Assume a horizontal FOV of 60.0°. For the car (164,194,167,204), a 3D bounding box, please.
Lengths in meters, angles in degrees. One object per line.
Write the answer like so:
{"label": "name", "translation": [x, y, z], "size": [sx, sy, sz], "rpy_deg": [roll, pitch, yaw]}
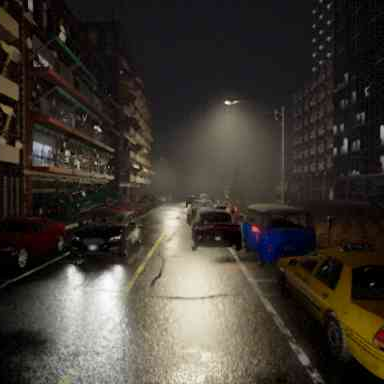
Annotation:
{"label": "car", "translation": [-5.700, 1.491, 55.238], "size": [2.008, 1.369, 4.403], "rpy_deg": [0, 0, 0]}

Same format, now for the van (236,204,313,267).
{"label": "van", "translation": [2.683, 1.323, 11.023], "size": [1.690, 1.788, 3.998], "rpy_deg": [0, 0, 0]}

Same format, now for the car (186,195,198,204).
{"label": "car", "translation": [-0.003, 1.429, 63.669], "size": [2.128, 1.511, 4.902], "rpy_deg": [0, 0, 0]}

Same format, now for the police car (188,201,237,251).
{"label": "police car", "translation": [0.899, 1.403, 14.132], "size": [1.930, 1.638, 5.238], "rpy_deg": [0, 0, 0]}

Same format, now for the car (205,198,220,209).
{"label": "car", "translation": [2.681, 1.529, 44.184], "size": [1.802, 1.307, 4.206], "rpy_deg": [0, 0, 0]}

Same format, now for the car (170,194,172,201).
{"label": "car", "translation": [-5.701, 1.502, 66.290], "size": [1.947, 1.339, 4.313], "rpy_deg": [0, 0, 0]}

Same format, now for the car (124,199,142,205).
{"label": "car", "translation": [-5.698, 1.506, 27.604], "size": [1.887, 1.381, 4.507], "rpy_deg": [0, 0, 0]}

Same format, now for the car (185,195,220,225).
{"label": "car", "translation": [0.759, 1.318, 24.035], "size": [2.097, 1.767, 4.553], "rpy_deg": [0, 0, 3]}

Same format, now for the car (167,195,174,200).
{"label": "car", "translation": [-5.703, 1.520, 88.396], "size": [1.802, 1.307, 4.206], "rpy_deg": [0, 0, 0]}

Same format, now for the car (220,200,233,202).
{"label": "car", "translation": [2.682, 1.402, 27.604], "size": [1.967, 1.590, 4.097], "rpy_deg": [0, 0, 0]}

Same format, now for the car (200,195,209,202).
{"label": "car", "translation": [2.678, 1.377, 71.817], "size": [1.967, 1.590, 4.097], "rpy_deg": [0, 0, 0]}

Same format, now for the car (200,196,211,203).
{"label": "car", "translation": [2.679, 1.503, 66.291], "size": [1.947, 1.339, 4.313], "rpy_deg": [0, 0, 0]}

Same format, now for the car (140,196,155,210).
{"label": "car", "translation": [-5.699, 1.477, 38.488], "size": [1.752, 1.417, 4.829], "rpy_deg": [0, 0, 0]}

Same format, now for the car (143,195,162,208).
{"label": "car", "translation": [-5.701, 1.262, 44.183], "size": [2.192, 1.841, 5.009], "rpy_deg": [0, 0, 0]}

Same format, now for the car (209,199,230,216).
{"label": "car", "translation": [2.682, 1.482, 33.301], "size": [1.752, 1.417, 4.829], "rpy_deg": [0, 0, 0]}

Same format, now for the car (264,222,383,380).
{"label": "car", "translation": [2.685, 1.516, 5.668], "size": [1.752, 1.417, 4.829], "rpy_deg": [0, 0, 0]}

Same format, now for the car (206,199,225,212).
{"label": "car", "translation": [2.681, 1.534, 38.658], "size": [1.802, 1.307, 4.206], "rpy_deg": [0, 0, 0]}

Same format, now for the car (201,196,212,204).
{"label": "car", "translation": [2.680, 1.463, 60.933], "size": [1.752, 1.417, 4.829], "rpy_deg": [0, 0, 0]}

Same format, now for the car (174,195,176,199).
{"label": "car", "translation": [-5.703, 1.519, 82.870], "size": [1.802, 1.307, 4.206], "rpy_deg": [0, 0, 0]}

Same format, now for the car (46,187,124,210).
{"label": "car", "translation": [-8.742, 0.627, 26.485], "size": [2.150, 2.045, 5.566], "rpy_deg": [4, 21, 46]}

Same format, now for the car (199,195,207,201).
{"label": "car", "translation": [2.677, 1.463, 83.040], "size": [1.752, 1.417, 4.829], "rpy_deg": [0, 0, 0]}

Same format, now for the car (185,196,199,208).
{"label": "car", "translation": [0.000, 1.450, 48.991], "size": [1.837, 1.490, 4.892], "rpy_deg": [0, 0, 0]}

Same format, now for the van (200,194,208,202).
{"label": "van", "translation": [2.676, 1.278, 77.345], "size": [1.690, 1.788, 3.998], "rpy_deg": [0, 0, 0]}

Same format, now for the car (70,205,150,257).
{"label": "car", "translation": [-3.102, 1.471, 12.839], "size": [2.128, 1.511, 4.902], "rpy_deg": [0, 0, 0]}

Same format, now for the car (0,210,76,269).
{"label": "car", "translation": [-5.696, 1.526, 11.023], "size": [1.887, 1.381, 4.507], "rpy_deg": [0, 0, 0]}

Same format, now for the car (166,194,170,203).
{"label": "car", "translation": [-5.701, 1.378, 60.763], "size": [1.967, 1.590, 4.097], "rpy_deg": [0, 0, 0]}

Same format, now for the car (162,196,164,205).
{"label": "car", "translation": [-5.699, 1.494, 49.711], "size": [2.008, 1.369, 4.403], "rpy_deg": [0, 0, 0]}
